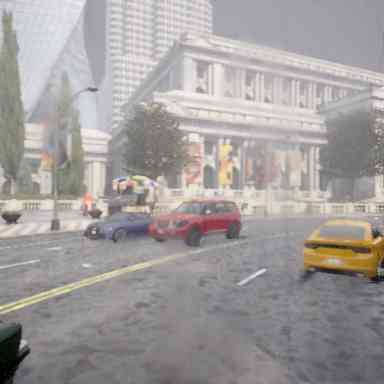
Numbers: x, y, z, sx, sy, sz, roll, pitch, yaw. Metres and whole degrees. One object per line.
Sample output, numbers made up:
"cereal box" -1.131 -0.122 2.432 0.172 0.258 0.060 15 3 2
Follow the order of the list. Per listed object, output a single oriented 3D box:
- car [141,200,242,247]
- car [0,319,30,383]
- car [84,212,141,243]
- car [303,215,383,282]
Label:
"car" 0.395 1.413 16.556 2.150 2.045 5.566 0 -1 39
"car" -3.288 1.589 1.818 1.895 1.301 4.718 0 -1 17
"car" -3.396 1.723 17.088 1.994 1.385 4.181 0 -1 37
"car" 4.979 1.648 10.558 1.882 1.535 5.008 0 -1 33
